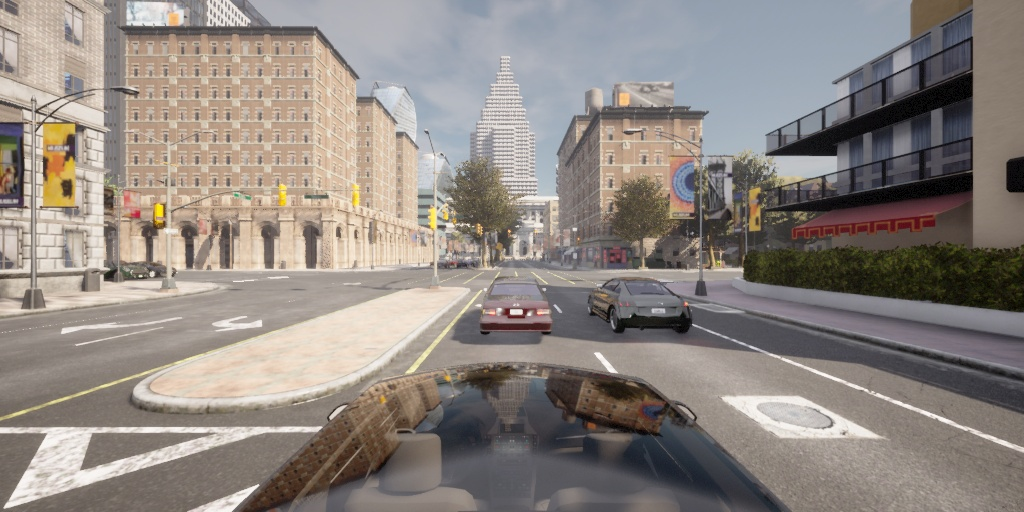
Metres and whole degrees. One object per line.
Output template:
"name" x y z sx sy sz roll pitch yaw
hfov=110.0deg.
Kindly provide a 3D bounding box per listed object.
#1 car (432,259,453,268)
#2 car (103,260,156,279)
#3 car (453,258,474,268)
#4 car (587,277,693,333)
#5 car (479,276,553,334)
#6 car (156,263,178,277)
"car" -11.630 1.275 60.266 1.812 1.442 4.674 0 0 0
"car" -33.351 1.102 30.018 4.553 1.767 2.097 0 0 0
"car" -8.129 1.350 60.388 1.895 1.301 4.718 0 0 0
"car" 3.589 1.314 10.790 1.994 1.385 4.181 0 0 0
"car" 0.091 1.297 10.530 2.033 1.411 5.357 0 0 0
"car" -34.193 1.254 33.513 4.892 1.490 1.837 0 0 0
